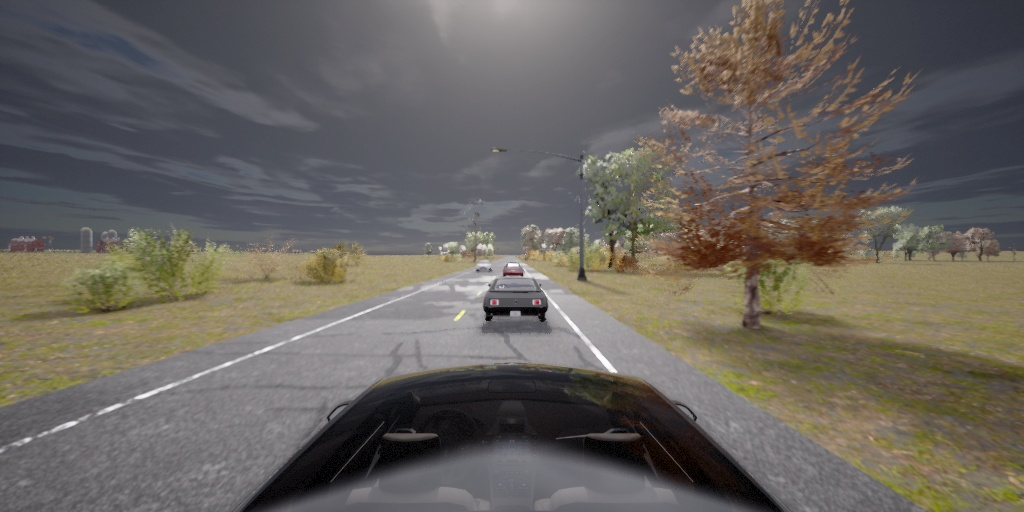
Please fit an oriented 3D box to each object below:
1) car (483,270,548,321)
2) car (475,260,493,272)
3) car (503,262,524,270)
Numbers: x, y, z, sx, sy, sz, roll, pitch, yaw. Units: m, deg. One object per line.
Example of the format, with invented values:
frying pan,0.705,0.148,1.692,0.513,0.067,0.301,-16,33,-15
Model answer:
car,0.105,1.351,12.422,1.895,1.301,4.718,0,0,0
car,-3.497,1.264,45.445,1.812,1.442,4.674,0,0,1
car,0.116,1.308,34.852,1.994,1.385,4.181,0,0,0
